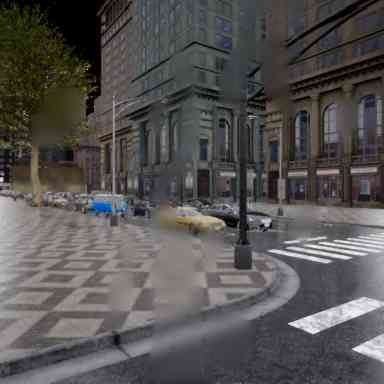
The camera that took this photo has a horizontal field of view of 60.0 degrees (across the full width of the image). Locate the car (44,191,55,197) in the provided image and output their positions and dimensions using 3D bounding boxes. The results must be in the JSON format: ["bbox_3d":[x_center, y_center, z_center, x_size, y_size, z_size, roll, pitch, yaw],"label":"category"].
[{"bbox_3d":[-35.411,0.473,82.534,1.802,1.307,4.206,1,0,-35],"label":"car"}]

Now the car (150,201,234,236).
[{"bbox_3d":[-0.152,1.399,17.812,1.752,1.417,4.829,1,0,-35],"label":"car"}]

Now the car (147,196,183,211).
[{"bbox_3d":[-3.011,1.226,36.647,1.887,1.381,4.507,1,0,-35],"label":"car"}]

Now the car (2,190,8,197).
[{"bbox_3d":[-42.371,0.331,77.614,1.967,1.590,4.097,1,0,-35],"label":"car"}]

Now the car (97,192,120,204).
[{"bbox_3d":[-12.730,0.883,50.416,1.967,1.590,4.097,1,0,-35],"label":"car"}]

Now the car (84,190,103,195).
[{"bbox_3d":[-9.145,0.871,35.167,2.150,2.045,5.566,0,1,-35],"label":"car"}]

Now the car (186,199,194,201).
[{"bbox_3d":[0.228,1.317,32.059,1.947,1.339,4.313,1,0,-35],"label":"car"}]

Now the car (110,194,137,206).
[{"bbox_3d":[-9.492,1.076,45.828,2.008,1.369,4.403,1,0,-35],"label":"car"}]

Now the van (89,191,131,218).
[{"bbox_3d":[-6.729,1.092,27.133,1.690,1.788,3.998,1,0,-35],"label":"van"}]

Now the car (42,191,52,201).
[{"bbox_3d":[-19.692,0.993,45.493,2.008,1.369,4.403,1,0,-35],"label":"car"}]

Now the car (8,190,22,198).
[{"bbox_3d":[-35.890,0.484,68.436,1.967,1.590,4.097,1,0,-35],"label":"car"}]

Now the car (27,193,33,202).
[{"bbox_3d":[-22.932,0.911,50.082,2.008,1.369,4.403,1,0,-35],"label":"car"}]

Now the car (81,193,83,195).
[{"bbox_3d":[-19.212,0.863,59.593,1.802,1.307,4.206,1,0,-35],"label":"car"}]

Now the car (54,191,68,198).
[{"bbox_3d":[-28.931,0.589,73.357,1.887,1.381,4.507,1,0,-35],"label":"car"}]

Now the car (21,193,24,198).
[{"bbox_3d":[-26.172,0.831,54.671,2.008,1.369,4.403,1,0,-35],"label":"car"}]

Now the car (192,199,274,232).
[{"bbox_3d":[2.390,1.372,18.806,2.128,1.511,4.902,0,1,-35],"label":"car"}]

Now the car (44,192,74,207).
[{"bbox_3d":[-16.354,1.052,40.766,1.752,1.417,4.829,1,0,-35],"label":"car"}]

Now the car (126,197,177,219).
[{"bbox_3d":[-3.328,1.340,26.917,1.994,1.385,4.181,0,1,-35],"label":"car"}]

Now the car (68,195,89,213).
[{"bbox_3d":[-9.971,1.231,31.723,2.008,1.369,4.403,1,0,-35],"label":"car"}]
